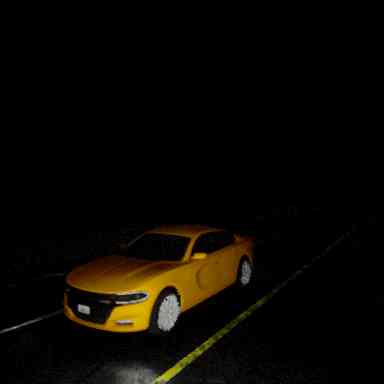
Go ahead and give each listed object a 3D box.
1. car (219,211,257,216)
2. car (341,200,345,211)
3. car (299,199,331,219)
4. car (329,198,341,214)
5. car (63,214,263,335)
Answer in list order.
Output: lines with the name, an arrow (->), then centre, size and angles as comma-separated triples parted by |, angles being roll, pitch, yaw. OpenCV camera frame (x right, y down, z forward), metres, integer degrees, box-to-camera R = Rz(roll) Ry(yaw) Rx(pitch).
car -> 1.897, 1.566, 15.411 | 1.947, 1.339, 4.313 | 0, 0, 32
car -> 16.573, 1.442, 38.816 | 1.967, 1.590, 4.097 | 0, 0, 32
car -> 10.702, 1.583, 29.454 | 1.802, 1.307, 4.206 | 0, 0, 32
car -> 13.638, 1.567, 34.135 | 1.947, 1.339, 4.313 | 0, 0, 32
car -> -0.294, 1.478, 7.087 | 1.882, 1.535, 5.008 | 0, 0, 32
